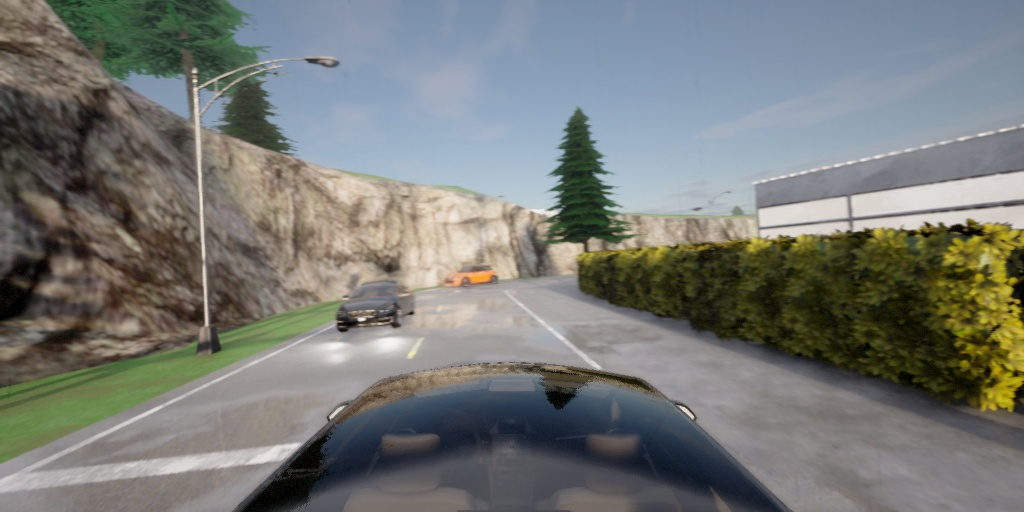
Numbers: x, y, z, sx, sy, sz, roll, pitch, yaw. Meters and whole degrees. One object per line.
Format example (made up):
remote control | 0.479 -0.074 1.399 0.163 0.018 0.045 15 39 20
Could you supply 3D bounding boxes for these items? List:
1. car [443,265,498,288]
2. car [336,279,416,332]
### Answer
car | -3.316 1.558 28.855 2.097 1.767 4.553 -3 -1 43
car | -4.663 1.631 12.862 1.837 1.490 4.892 -3 0 -6
